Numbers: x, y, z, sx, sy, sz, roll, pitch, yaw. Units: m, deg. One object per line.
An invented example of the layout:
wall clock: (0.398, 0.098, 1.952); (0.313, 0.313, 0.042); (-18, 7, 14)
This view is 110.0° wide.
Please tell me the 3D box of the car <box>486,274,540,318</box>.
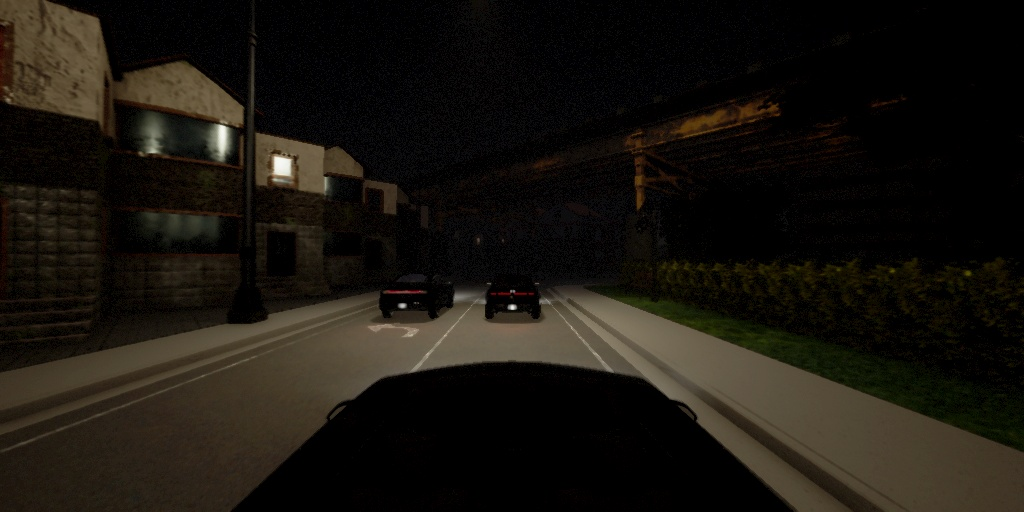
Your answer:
car: (0.036, 1.418, 13.830); (1.837, 1.490, 4.892); (0, -1, 1)

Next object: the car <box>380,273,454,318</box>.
car: (-3.464, 1.404, 13.823); (2.128, 1.511, 4.902); (0, -1, 1)
